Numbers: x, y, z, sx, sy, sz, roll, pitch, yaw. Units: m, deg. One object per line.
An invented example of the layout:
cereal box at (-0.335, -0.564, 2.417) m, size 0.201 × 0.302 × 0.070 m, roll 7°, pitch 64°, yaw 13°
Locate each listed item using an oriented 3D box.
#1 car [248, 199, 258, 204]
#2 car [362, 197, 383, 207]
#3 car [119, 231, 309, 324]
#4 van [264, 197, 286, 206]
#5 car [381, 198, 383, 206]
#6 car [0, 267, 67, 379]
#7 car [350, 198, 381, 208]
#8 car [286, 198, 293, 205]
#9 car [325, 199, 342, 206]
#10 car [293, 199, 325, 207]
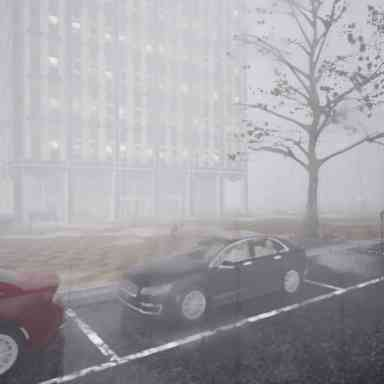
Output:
car at (15.214, 2.427, 85.917) m, size 1.802 × 1.307 × 4.206 m, roll -2°, pitch 0°, yaw -36°
car at (33.608, 1.829, 60.744) m, size 1.967 × 1.590 × 4.097 m, roll -2°, pitch 0°, yaw -36°
car at (0.650, 1.549, 7.033) m, size 4.403 × 1.369 × 2.008 m, roll 0°, pitch 0°, yaw -36°
van at (16.922, 2.035, 69.221) m, size 1.690 × 1.788 × 3.998 m, roll -2°, pitch 0°, yaw -36°
car at (31.195, 1.890, 49.355) m, size 2.008 × 1.369 × 4.403 m, roll -2°, pitch 0°, yaw -36°
car at (-3.849, 1.545, 3.822) m, size 4.507 × 1.381 × 1.887 m, roll 0°, pitch 0°, yaw -36°
car at (27.927, 1.971, 53.865) m, size 2.008 × 1.369 × 4.403 m, roll -2°, pitch 0°, yaw -36°
car at (21.749, 2.122, 76.900) m, size 1.967 × 1.590 × 4.097 m, roll -2°, pitch 0°, yaw -36°
car at (28.347, 2.101, 67.924) m, size 1.802 × 1.307 × 4.206 m, roll -2°, pitch 0°, yaw -36°
car at (21.845, 2.116, 62.337) m, size 1.887 × 1.381 × 4.507 m, roll -2°, pitch 0°, yaw -36°
